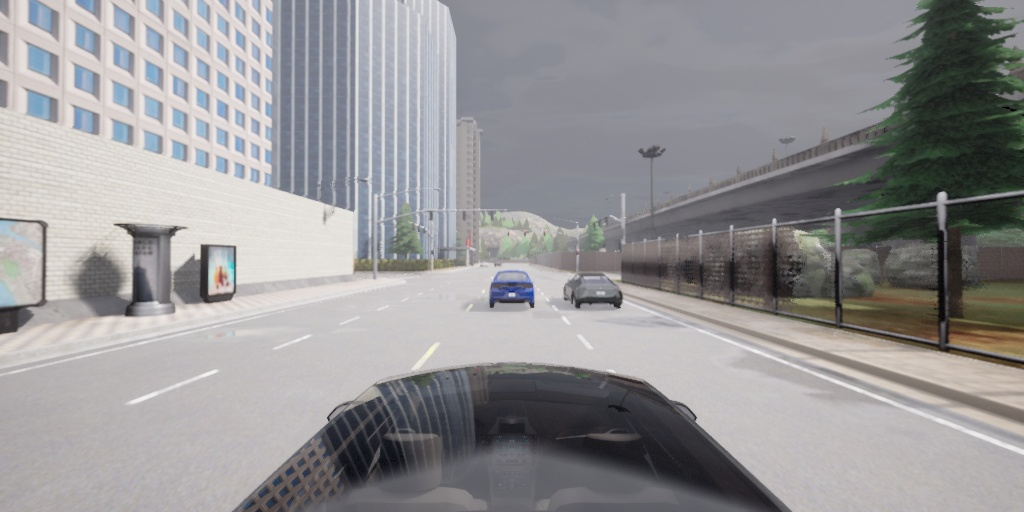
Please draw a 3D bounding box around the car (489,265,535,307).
[{"bbox_3d":[0.001,1.364,16.335,1.882,1.535,5.008,0,0,0],"label":"car"}]

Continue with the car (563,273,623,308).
[{"bbox_3d":[3.500,1.448,16.116,1.994,1.385,4.181,0,0,0],"label":"car"}]
